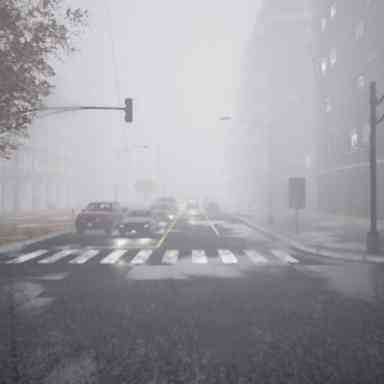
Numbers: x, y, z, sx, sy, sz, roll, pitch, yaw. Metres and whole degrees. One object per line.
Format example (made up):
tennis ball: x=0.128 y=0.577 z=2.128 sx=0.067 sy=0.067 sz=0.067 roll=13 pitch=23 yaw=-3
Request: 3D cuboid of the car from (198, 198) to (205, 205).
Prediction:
car: x=2.365 y=2.274 z=83.357 sx=1.801 sy=1.575 sz=5.366 roll=0 pitch=-1 yaw=0

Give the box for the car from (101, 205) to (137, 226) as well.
car: x=-5.688 y=1.813 z=26.566 sx=1.947 sy=1.339 sz=4.313 roll=0 pitch=-1 yaw=0

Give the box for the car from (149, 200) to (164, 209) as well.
car: x=-5.683 y=2.080 z=54.179 sx=1.947 sy=1.339 sz=4.313 roll=0 pitch=-1 yaw=0

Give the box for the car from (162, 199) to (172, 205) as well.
car: x=-5.679 y=2.293 z=76.269 sx=2.008 sy=1.369 sz=4.403 roll=0 pitch=-1 yaw=0

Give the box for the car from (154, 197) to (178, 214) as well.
car: x=-3.045 y=1.609 z=41.432 sx=2.150 sy=2.045 sz=5.566 roll=0 pitch=-1 yaw=3

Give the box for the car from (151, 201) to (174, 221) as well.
car: x=-3.095 y=1.834 z=30.787 sx=2.033 sy=1.411 sz=5.357 roll=0 pitch=-1 yaw=0

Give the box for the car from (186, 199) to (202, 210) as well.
car: x=0.108 y=2.072 z=50.034 sx=1.895 sy=1.301 sz=4.718 roll=0 pitch=-1 yaw=0

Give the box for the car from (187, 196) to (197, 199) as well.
car: x=0.011 y=1.803 z=60.918 sx=2.150 sy=2.045 sz=5.566 roll=0 pitch=-1 yaw=0

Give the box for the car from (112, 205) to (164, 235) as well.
car: x=-3.098 y=1.736 z=20.335 sx=2.033 sy=1.411 sz=5.357 roll=0 pitch=-1 yaw=0

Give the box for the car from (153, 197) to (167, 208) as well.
car: x=-5.683 y=1.885 z=59.703 sx=2.192 sy=1.841 sz=5.009 roll=0 pitch=-1 yaw=0

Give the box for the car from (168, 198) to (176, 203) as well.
car: x=-5.677 y=2.484 z=92.837 sx=1.947 sy=1.339 sz=4.313 roll=0 pitch=-1 yaw=0

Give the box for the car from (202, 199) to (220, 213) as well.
car: x=2.696 y=1.970 z=43.132 sx=1.947 sy=1.339 sz=4.313 roll=0 pitch=-1 yaw=0

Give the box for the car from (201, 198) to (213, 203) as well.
car: x=2.697 y=1.985 z=48.825 sx=1.752 sy=1.417 sz=4.829 roll=0 pitch=-1 yaw=0

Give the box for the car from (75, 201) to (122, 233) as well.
car: x=-5.689 y=1.510 z=21.045 sx=2.192 sy=1.841 sz=5.009 roll=0 pitch=-1 yaw=0
